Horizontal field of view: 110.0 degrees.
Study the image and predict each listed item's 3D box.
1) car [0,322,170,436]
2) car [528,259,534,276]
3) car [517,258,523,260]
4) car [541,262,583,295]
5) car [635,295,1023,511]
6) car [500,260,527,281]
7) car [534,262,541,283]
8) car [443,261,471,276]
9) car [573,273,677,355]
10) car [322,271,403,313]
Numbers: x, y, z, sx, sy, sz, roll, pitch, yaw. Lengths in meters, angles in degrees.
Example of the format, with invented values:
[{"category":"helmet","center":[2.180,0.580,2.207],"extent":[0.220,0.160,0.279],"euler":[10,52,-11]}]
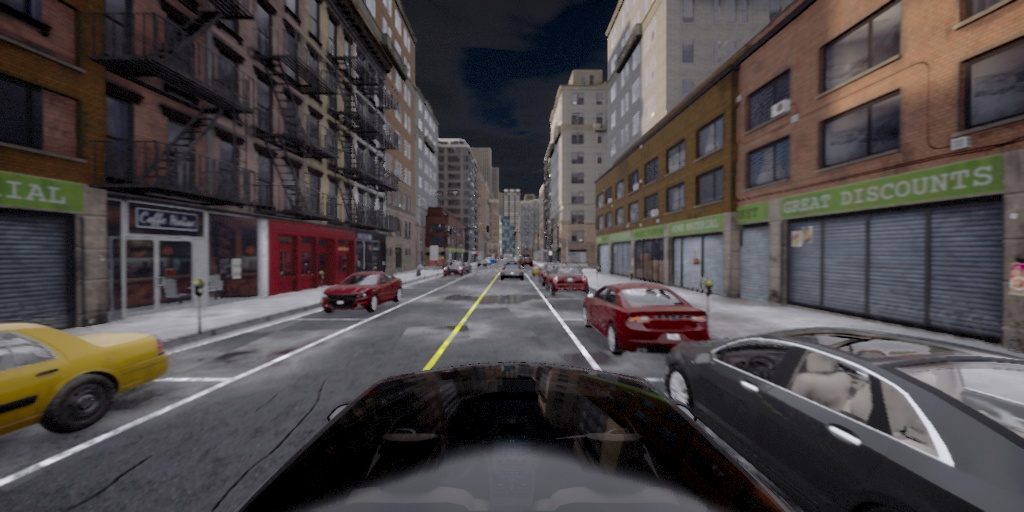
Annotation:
[{"category":"car","center":[-5.667,1.274,2.917],"extent":[1.751,1.417,4.829],"euler":[0,0,0]},{"category":"car","center":[2.877,1.275,36.234],"extent":[1.751,1.417,4.829],"euler":[0,0,0]},{"category":"car","center":[0.022,1.279,40.396],"extent":[1.812,1.442,4.674],"euler":[0,0,0]},{"category":"car","center":[2.868,1.184,19.573],"extent":[1.967,1.591,4.097],"euler":[0,0,0]},{"category":"car","center":[2.858,1.300,3.083],"extent":[2.007,1.370,4.403],"euler":[0,0,0]},{"category":"car","center":[0.017,1.310,30.331],"extent":[1.994,1.385,4.181],"euler":[0,0,0]},{"category":"car","center":[2.871,1.184,25.070],"extent":[1.967,1.591,4.097],"euler":[0,0,0]},{"category":"car","center":[-5.648,1.189,36.068],"extent":[1.967,1.591,4.097],"euler":[0,0,0]},{"category":"car","center":[2.861,1.291,8.580],"extent":[1.888,1.381,4.507],"euler":[0,0,0]},{"category":"car","center":[-5.661,1.290,14.081],"extent":[1.888,1.381,4.507],"euler":[0,0,0]}]
